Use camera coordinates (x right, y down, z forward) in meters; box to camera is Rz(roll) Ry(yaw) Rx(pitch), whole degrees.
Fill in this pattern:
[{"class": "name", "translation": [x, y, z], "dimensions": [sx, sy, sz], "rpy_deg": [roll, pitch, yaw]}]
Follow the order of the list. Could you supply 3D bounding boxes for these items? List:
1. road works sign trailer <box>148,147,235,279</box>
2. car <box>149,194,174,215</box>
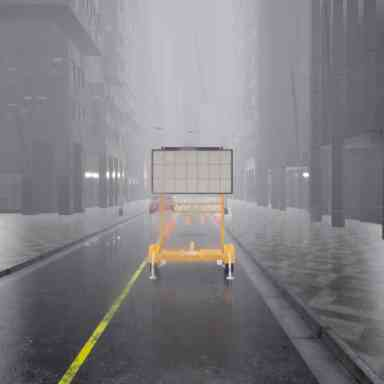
[{"class": "road works sign trailer", "translation": [0.006, 0.459, 9.993], "dimensions": [2.380, 3.560, 2.880], "rpy_deg": [0, 0, 1]}, {"class": "car", "translation": [-3.009, 1.189, 33.688], "dimensions": [2.150, 2.045, 5.566], "rpy_deg": [0, 0, 0]}]
